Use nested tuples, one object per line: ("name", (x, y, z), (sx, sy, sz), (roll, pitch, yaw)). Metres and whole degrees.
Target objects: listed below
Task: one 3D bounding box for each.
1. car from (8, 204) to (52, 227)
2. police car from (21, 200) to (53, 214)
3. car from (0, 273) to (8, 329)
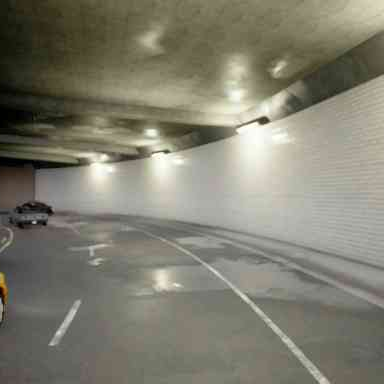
("car", (-12.114, 1.767, 24.428), (1.895, 1.301, 4.718), (0, 0, -37))
("police car", (-15.815, 1.650, 33.123), (5.238, 1.638, 1.930), (0, -1, 41))
("car", (-3.866, 1.504, 3.569), (1.882, 1.535, 5.008), (0, 0, -5))
